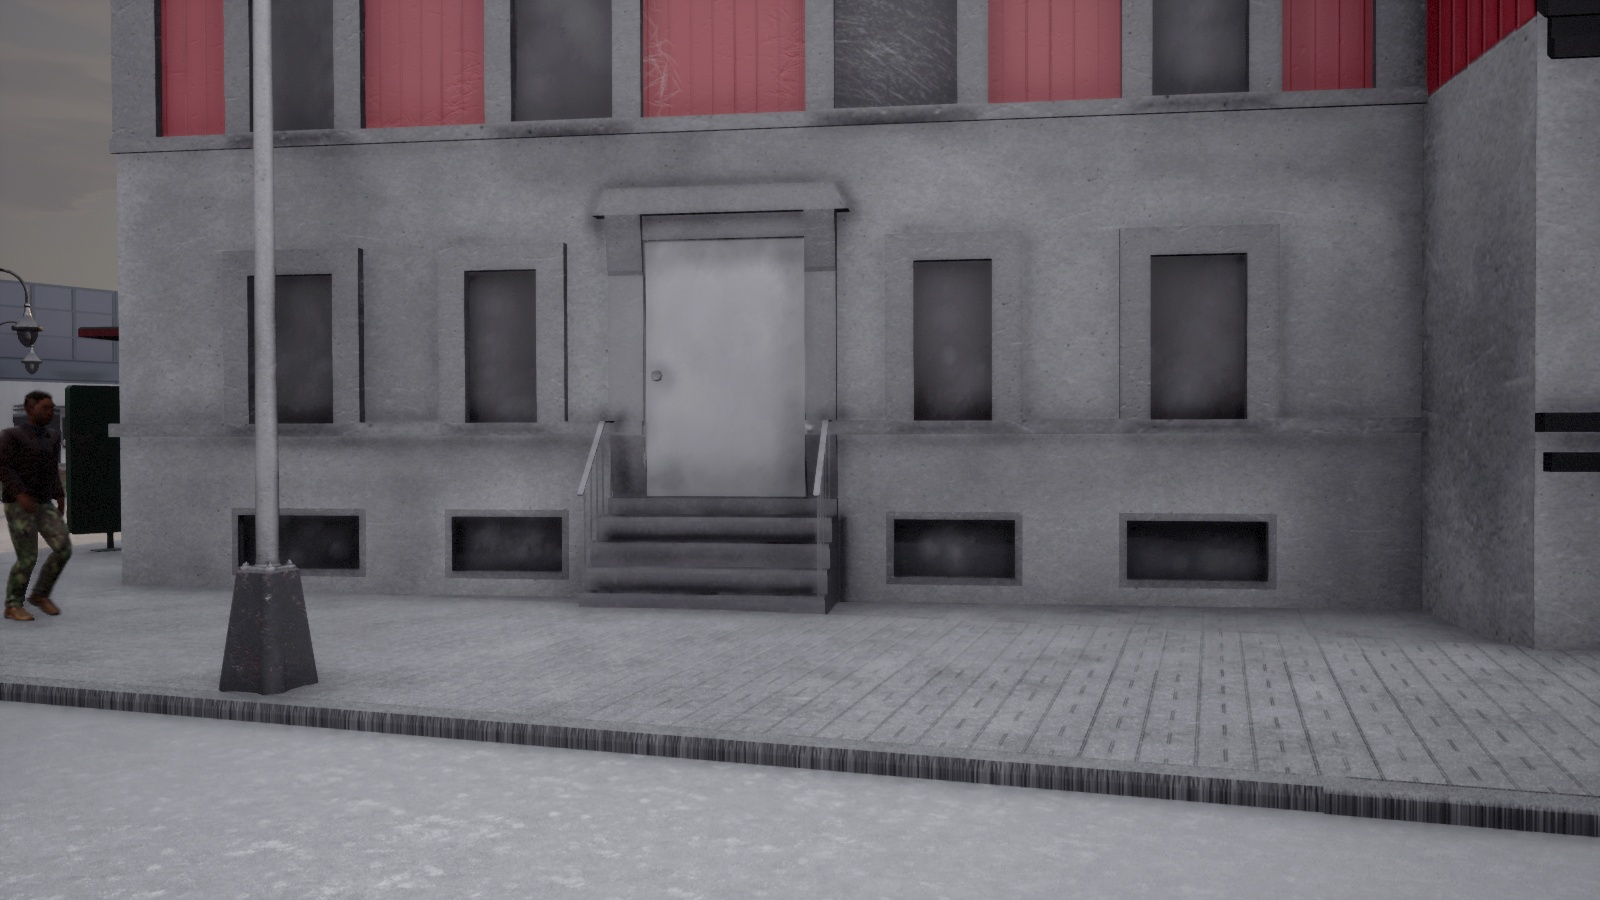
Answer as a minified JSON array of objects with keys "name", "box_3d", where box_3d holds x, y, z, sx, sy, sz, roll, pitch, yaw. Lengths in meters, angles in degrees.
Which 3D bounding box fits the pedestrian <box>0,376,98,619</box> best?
[{"name":"pedestrian","box_3d":[-5.942,0.357,9.802,0.703,1.840,0.431,1,1,18]}]
